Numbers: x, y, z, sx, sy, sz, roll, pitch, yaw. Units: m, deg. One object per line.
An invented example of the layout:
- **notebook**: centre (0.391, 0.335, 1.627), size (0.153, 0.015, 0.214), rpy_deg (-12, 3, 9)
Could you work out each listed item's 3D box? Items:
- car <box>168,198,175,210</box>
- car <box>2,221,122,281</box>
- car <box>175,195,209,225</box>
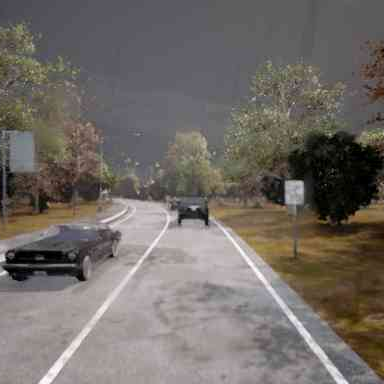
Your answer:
- **car**: centre (-1.919, 1.479, 42.276), size (2.128, 1.511, 4.902), rpy_deg (1, 0, -10)
- **car**: centre (-3.505, 1.590, 9.940), size (1.895, 1.301, 4.718), rpy_deg (0, 0, 1)
- **car**: centre (0.025, 1.214, 24.398), size (2.150, 2.045, 5.566), rpy_deg (0, 0, -2)
